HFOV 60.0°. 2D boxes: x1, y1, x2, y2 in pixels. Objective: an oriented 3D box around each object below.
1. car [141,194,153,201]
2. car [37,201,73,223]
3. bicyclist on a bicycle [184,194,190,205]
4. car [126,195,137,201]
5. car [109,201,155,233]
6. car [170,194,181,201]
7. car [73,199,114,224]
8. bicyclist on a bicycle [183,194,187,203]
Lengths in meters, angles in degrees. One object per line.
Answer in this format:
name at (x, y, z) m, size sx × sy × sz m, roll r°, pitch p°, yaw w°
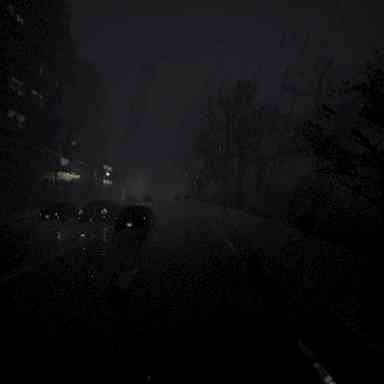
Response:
car at (-8.870, 1.224, 66.011) m, size 2.097 × 1.767 × 4.553 m, roll 0°, pitch 0°, yaw -4°
car at (-10.067, 1.461, 25.451) m, size 1.837 × 1.490 × 4.892 m, roll 0°, pitch 0°, yaw -1°
bicyclist on a bicycle at (-0.617, 1.261, 54.787) m, size 0.659 × 1.776 × 1.843 m, roll 0°, pitch 0°, yaw -4°
car at (-12.258, 1.342, 67.604) m, size 1.882 × 1.535 × 5.008 m, roll 0°, pitch 0°, yaw -5°
car at (-3.248, 1.491, 19.367) m, size 1.812 × 1.442 × 4.674 m, roll 0°, pitch 0°, yaw -1°
car at (-3.722, 1.328, 80.935) m, size 1.837 × 1.490 × 4.892 m, roll 0°, pitch 0°, yaw -6°
car at (-6.795, 1.309, 24.462) m, size 2.097 × 1.767 × 4.553 m, roll 0°, pitch 0°, yaw -1°
bicyclist on a bicycle at (-1.272, 1.240, 63.840) m, size 0.659 × 1.776 × 1.843 m, roll 0°, pitch 0°, yaw -5°
